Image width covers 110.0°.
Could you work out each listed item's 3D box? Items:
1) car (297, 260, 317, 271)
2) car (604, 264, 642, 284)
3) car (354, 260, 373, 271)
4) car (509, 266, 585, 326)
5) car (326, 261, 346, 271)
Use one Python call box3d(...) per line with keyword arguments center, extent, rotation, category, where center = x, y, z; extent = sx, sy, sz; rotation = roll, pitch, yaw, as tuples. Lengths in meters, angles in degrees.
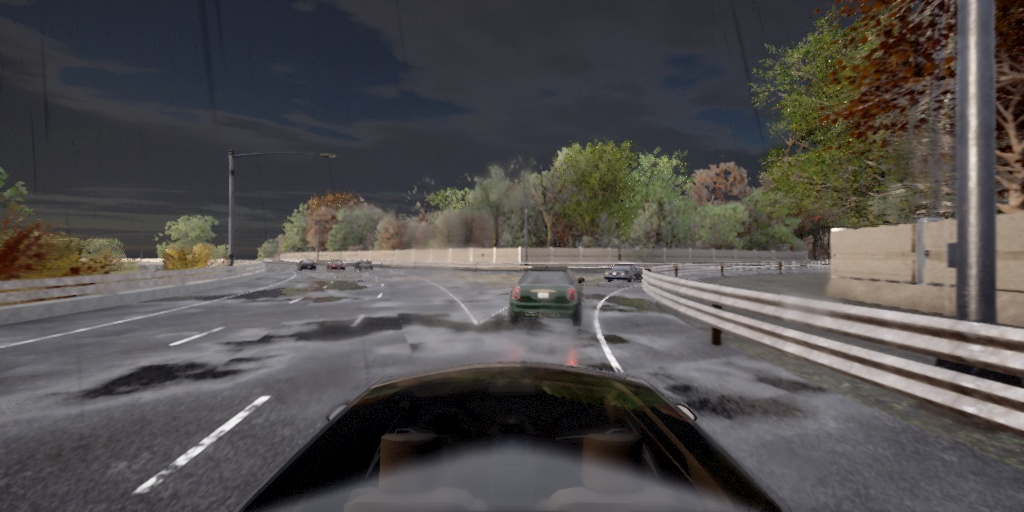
box3d(center=(-27.962, 1.269, 48.826), extent=(1.882, 1.535, 5.008), rotation=(0, 0, -37), category="car")
box3d(center=(9.037, 1.343, 28.033), extent=(2.033, 1.411, 5.357), rotation=(0, 0, 39), category="car")
box3d(center=(-21.456, 1.290, 51.743), extent=(2.128, 1.511, 4.902), rotation=(0, 0, -35), category="car")
box3d(center=(1.337, 1.118, 12.073), extent=(2.097, 1.767, 4.553), rotation=(0, 0, 12), category="car")
box3d(center=(-24.843, 1.397, 50.529), extent=(1.895, 1.301, 4.718), rotation=(0, 0, -36), category="car")
